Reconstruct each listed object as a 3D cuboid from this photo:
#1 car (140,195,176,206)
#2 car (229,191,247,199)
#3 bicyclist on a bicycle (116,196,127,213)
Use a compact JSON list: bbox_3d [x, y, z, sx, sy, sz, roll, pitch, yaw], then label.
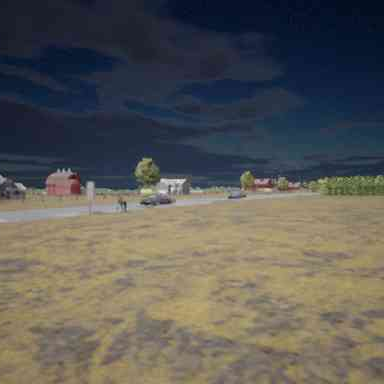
[{"bbox_3d":[-4.350,1.039,42.881,2.033,1.411,5.357,1,2,35],"label":"car"},{"bbox_3d":[8.495,0.587,61.024,1.994,1.385,4.181,1,2,35],"label":"car"},{"bbox_3d":[-6.915,1.205,32.529,1.656,1.620,0.582,-1,1,35],"label":"bicyclist on a bicycle"}]
